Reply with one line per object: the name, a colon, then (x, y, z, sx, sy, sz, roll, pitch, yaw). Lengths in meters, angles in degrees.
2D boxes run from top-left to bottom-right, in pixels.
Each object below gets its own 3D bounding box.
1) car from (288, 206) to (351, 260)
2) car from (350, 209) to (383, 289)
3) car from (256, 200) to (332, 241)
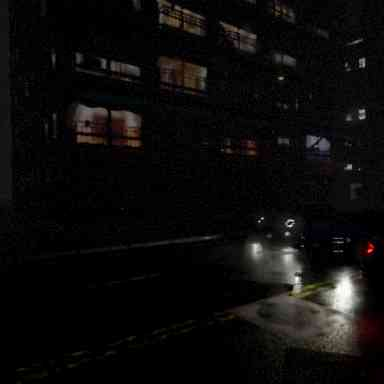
car: (5.944, 1.411, 12.091, 5.008, 1.535, 1.882, 0, 0, -37)
car: (6.016, 1.298, 7.859, 4.553, 1.767, 2.097, 0, 0, -36)
car: (5.079, 1.279, 15.505, 4.553, 1.767, 2.097, 0, 0, -37)
